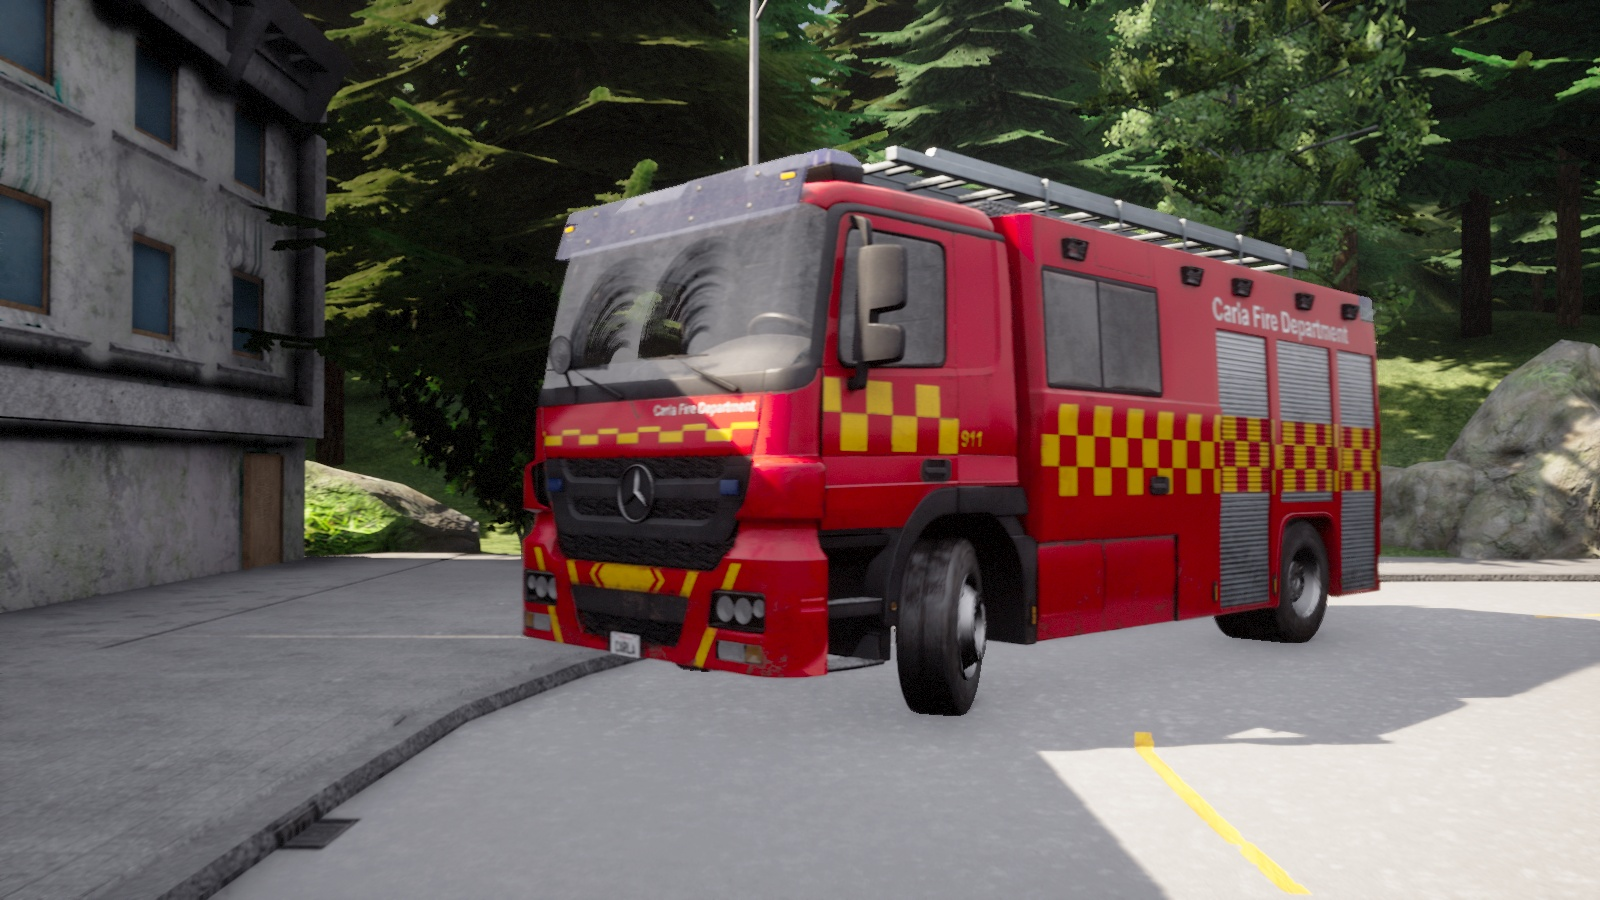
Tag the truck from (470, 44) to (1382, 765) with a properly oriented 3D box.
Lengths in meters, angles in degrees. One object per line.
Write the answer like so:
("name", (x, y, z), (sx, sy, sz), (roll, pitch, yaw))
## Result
("truck", (1.753, -0.175, 10.645), (8.468, 3.827, 2.891), (1, -2, -44))
